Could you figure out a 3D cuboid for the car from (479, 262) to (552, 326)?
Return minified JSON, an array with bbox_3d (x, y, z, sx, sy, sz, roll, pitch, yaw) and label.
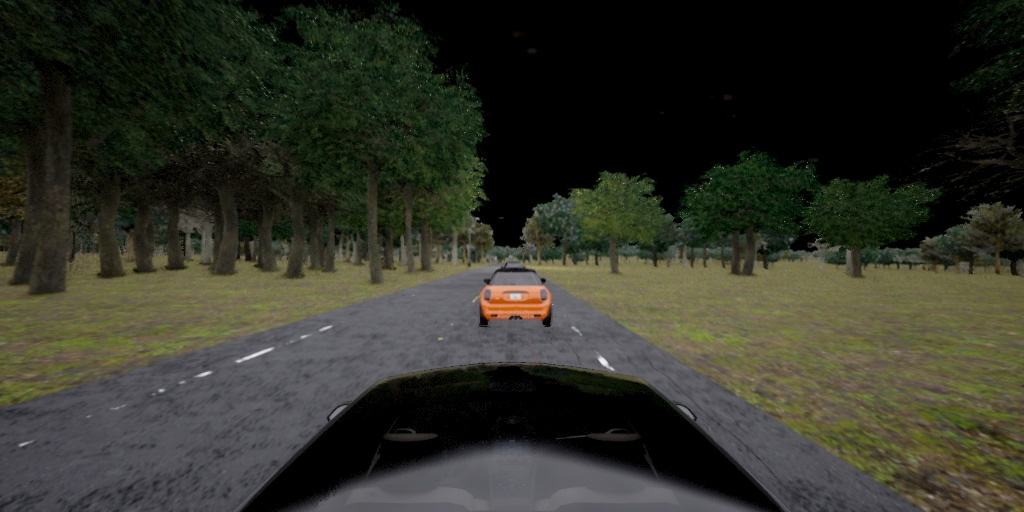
[{"bbox_3d":[0.102,1.156,12.066,2.097,1.767,4.553,0,0,0],"label":"car"}]
